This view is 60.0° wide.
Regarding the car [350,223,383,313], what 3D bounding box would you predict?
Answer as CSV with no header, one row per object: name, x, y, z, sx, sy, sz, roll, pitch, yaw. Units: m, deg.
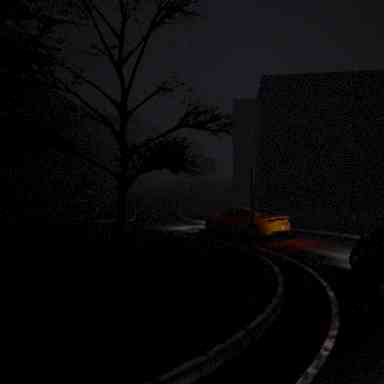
car,4.949,1.357,7.225,2.097,1.767,4.553,0,0,18

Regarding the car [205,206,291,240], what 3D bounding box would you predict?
car,2.726,1.489,17.402,1.882,1.535,5.008,0,0,-37
